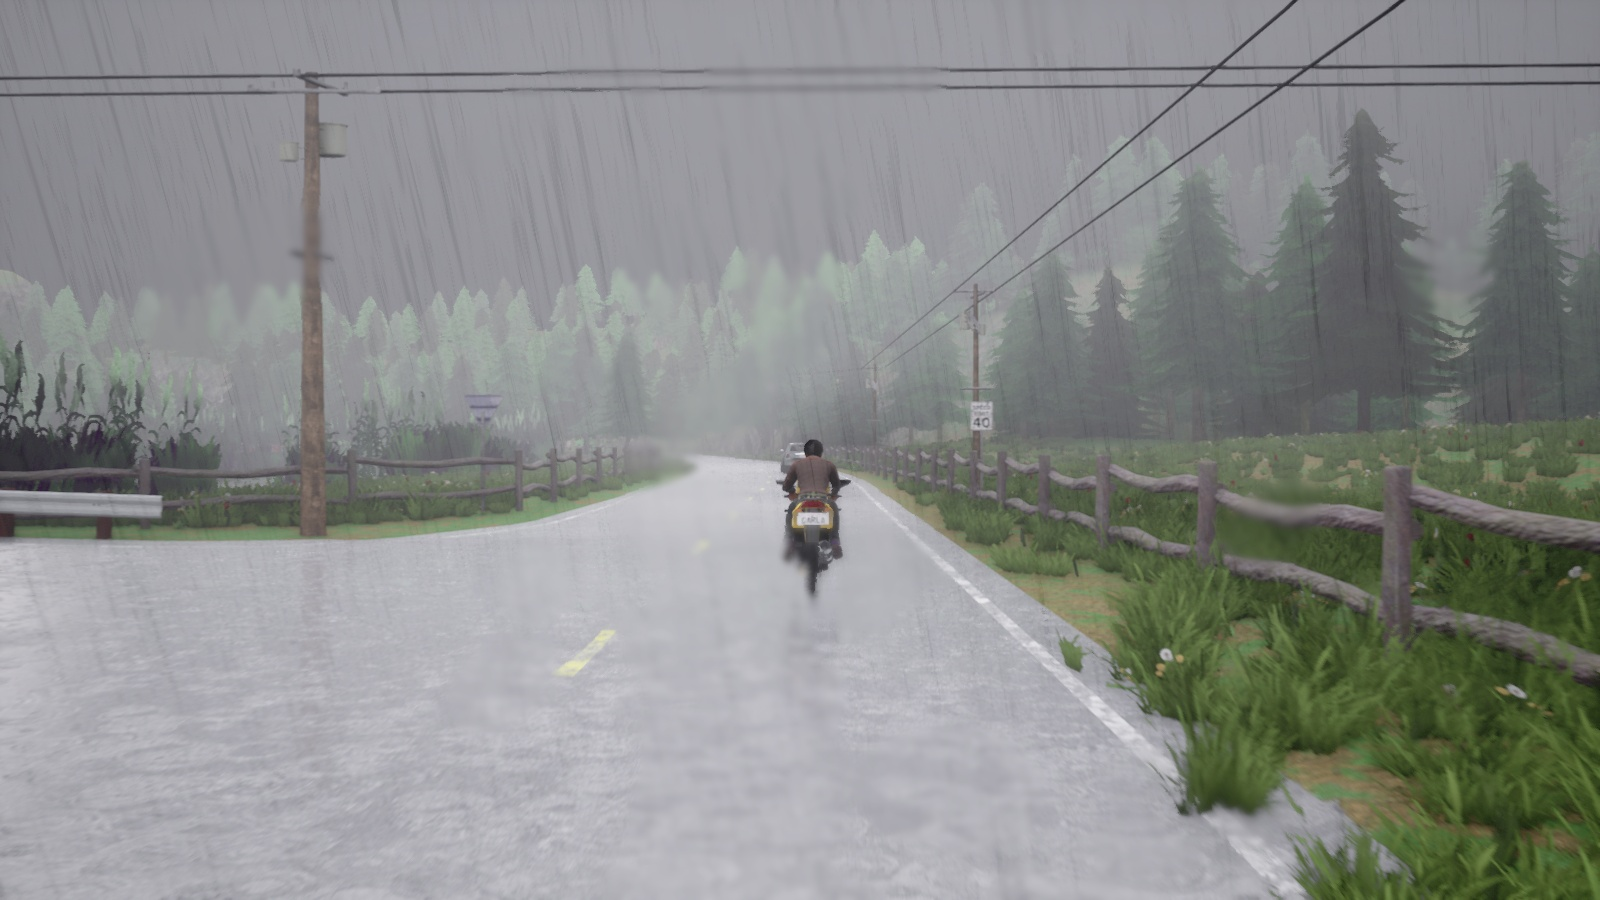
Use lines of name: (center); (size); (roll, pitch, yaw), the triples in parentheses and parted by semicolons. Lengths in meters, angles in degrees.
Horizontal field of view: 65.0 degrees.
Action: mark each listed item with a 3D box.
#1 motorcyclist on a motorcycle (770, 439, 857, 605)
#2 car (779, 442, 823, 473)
motorcyclist on a motorcycle: (0.130, 0.651, 12.583); (0.797, 1.523, 2.044); (0, 1, 1)
car: (0.017, 0.351, 60.778); (1.970, 1.475, 3.806); (0, 0, -3)
